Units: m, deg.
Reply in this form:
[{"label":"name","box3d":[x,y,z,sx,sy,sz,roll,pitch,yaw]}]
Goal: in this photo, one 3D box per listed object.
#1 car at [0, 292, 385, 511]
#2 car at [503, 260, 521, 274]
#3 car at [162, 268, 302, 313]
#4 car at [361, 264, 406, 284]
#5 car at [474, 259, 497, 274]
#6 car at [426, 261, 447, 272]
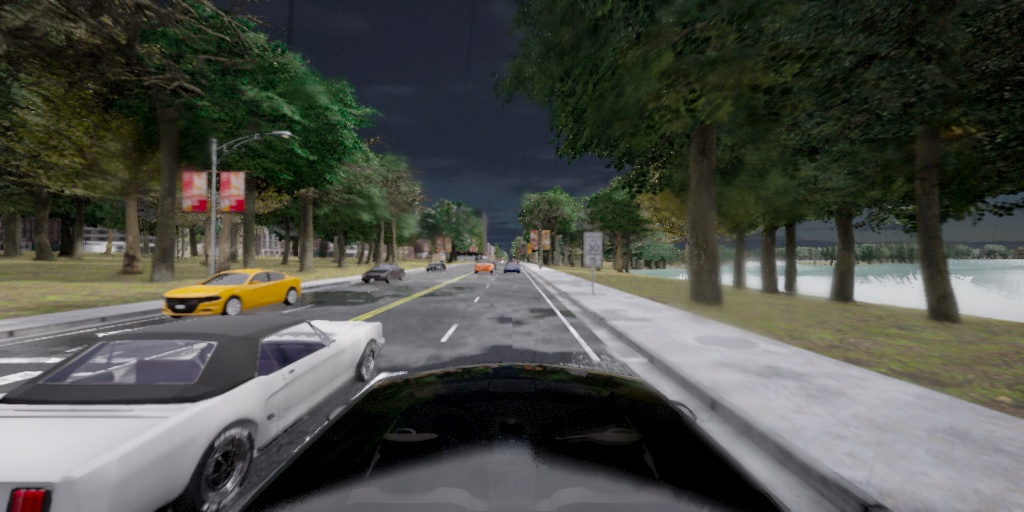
[{"label":"car","box3d":[-3.150,1.351,4.190,1.895,1.301,4.718,0,0,0]},{"label":"car","box3d":[0.003,1.374,42.485,1.994,1.385,4.181,0,0,0]},{"label":"car","box3d":[-9.845,1.234,13.134,1.882,1.535,5.008,0,0,0]},{"label":"car","box3d":[-9.835,1.324,27.962,2.033,1.411,5.357,0,0,0]},{"label":"car","box3d":[-3.247,1.162,42.456,2.097,1.767,4.553,0,0,0]},{"label":"car","box3d":[-9.753,1.387,46.418,1.994,1.385,4.181,0,0,0]}]
